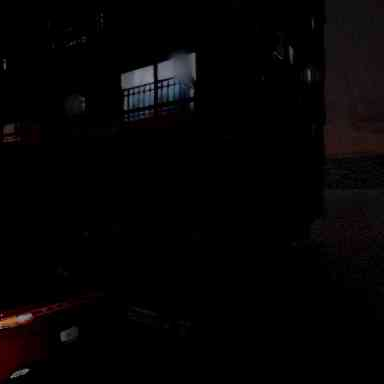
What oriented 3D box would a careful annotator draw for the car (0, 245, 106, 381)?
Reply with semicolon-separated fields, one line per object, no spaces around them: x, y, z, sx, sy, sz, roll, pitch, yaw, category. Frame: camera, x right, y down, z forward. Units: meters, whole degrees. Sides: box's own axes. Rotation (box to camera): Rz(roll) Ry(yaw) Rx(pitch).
-3.251;1.516;5.195;4.507;1.381;1.887;0;0;35;car

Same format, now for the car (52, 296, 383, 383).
1.338;1.566;1.922;4.313;1.339;1.947;0;0;35;car
